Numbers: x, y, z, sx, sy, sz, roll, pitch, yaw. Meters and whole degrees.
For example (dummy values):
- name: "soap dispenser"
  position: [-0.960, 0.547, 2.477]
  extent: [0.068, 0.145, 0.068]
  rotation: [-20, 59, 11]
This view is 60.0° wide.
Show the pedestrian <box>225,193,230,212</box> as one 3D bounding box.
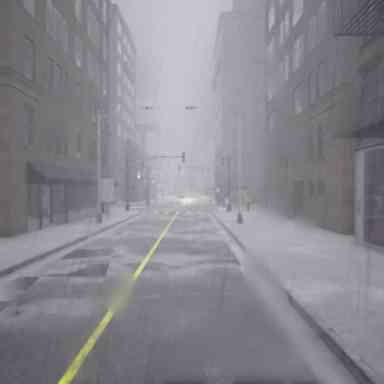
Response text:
- name: "pedestrian"
  position: [3.629, 1.057, 34.035]
  extent: [0.375, 1.860, 0.375]
  rotation: [0, 0, 0]

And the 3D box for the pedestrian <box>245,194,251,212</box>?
- name: "pedestrian"
  position: [5.629, 1.091, 33.435]
  extent: [0.375, 1.860, 0.375]
  rotation: [0, 0, 0]

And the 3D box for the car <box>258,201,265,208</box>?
- name: "car"
  position: [11.651, 1.560, 47.634]
  extent: [4.206, 1.307, 1.802]
  rotation: [1, 0, 0]

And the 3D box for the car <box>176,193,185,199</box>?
- name: "car"
  position: [-3.015, 1.023, 88.062]
  extent: [2.097, 1.767, 4.553]
  rotation: [0, 0, 0]
